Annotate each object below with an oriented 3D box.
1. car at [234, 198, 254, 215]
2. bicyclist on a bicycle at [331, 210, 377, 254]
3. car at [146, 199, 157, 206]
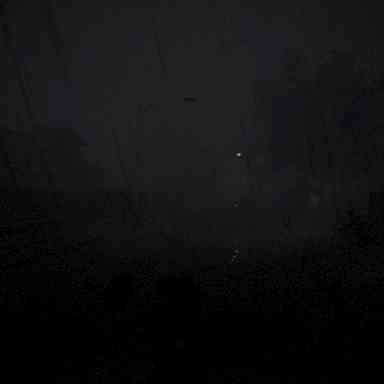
[{"bbox_3d":[5.712,1.480,36.418,2.097,1.767,4.553,2,0,10],"label":"car"},{"bbox_3d":[6.232,1.538,12.775,1.656,1.620,0.582,2,0,9],"label":"bicyclist on a bicycle"},{"bbox_3d":[-6.908,1.046,39.291,5.357,1.415,2.033,2,0,12],"label":"car"}]
